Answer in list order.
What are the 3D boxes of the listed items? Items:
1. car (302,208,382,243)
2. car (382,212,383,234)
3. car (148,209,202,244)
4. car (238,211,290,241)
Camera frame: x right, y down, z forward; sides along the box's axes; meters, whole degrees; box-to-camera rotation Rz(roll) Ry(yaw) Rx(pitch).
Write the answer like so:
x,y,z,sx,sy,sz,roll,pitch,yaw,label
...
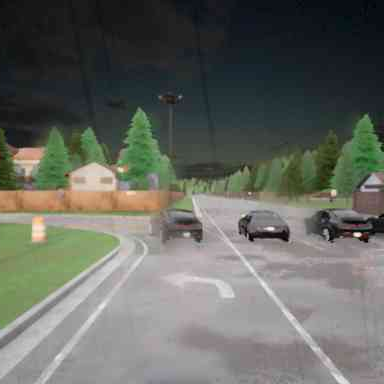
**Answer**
x,y,z,sx,sy,sz,roll,pitch,yaw,label
7.077,1.591,16.675,1.837,1.490,4.892,0,0,0,car
10.577,1.591,16.659,1.837,1.490,4.892,0,0,0,car
-0.919,1.591,16.490,1.837,1.490,4.892,2,-1,-17,car
3.574,1.653,17.149,1.994,1.385,4.181,0,0,0,car
